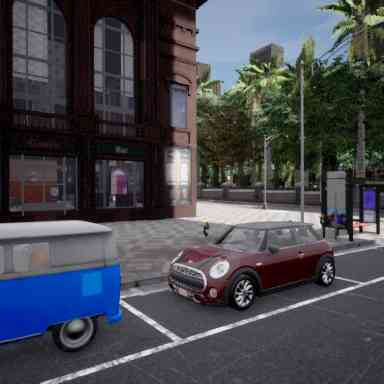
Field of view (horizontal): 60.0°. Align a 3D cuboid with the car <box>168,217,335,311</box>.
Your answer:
[{"bbox_3d":[1.445,1.439,7.689,4.097,1.590,1.967,0,0,-36],"label":"car"}]

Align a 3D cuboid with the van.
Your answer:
[{"bbox_3d":[-2.970,1.341,4.536,3.998,1.788,1.690,0,0,-36],"label":"van"}]
